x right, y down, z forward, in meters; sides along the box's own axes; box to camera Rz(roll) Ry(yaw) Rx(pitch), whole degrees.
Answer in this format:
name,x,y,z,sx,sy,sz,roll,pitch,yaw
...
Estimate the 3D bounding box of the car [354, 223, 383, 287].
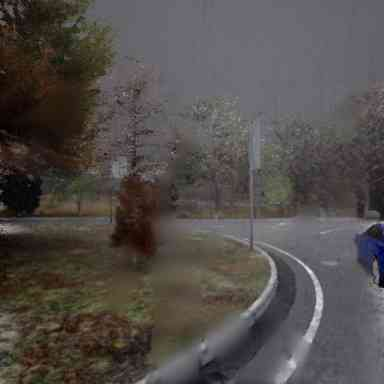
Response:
name,x,y,z,sx,sy,sz,roll,pitch,yaw
car,5.897,1.573,9.346,1.882,1.535,5.008,0,0,17
